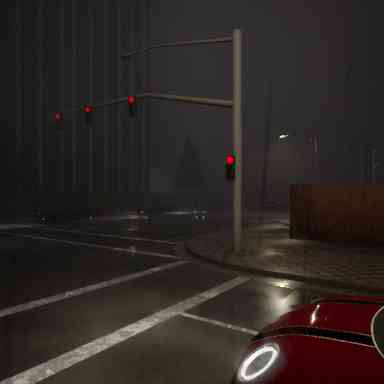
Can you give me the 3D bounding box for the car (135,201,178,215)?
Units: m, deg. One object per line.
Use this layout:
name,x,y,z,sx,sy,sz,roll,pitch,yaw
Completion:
car,-3.498,1.601,33.572,1.895,1.301,4.718,0,0,35

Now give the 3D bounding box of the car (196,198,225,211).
car,2.344,1.491,41.784,2.128,1.511,4.902,0,0,36

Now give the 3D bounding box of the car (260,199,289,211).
car,9.952,1.547,40.117,2.033,1.411,5.357,0,0,35

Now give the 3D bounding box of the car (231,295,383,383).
car,2.501,1.352,2.175,4.553,1.767,2.097,0,0,36

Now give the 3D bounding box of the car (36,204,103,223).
car,-9.276,1.601,25.415,1.895,1.301,4.718,0,0,35
